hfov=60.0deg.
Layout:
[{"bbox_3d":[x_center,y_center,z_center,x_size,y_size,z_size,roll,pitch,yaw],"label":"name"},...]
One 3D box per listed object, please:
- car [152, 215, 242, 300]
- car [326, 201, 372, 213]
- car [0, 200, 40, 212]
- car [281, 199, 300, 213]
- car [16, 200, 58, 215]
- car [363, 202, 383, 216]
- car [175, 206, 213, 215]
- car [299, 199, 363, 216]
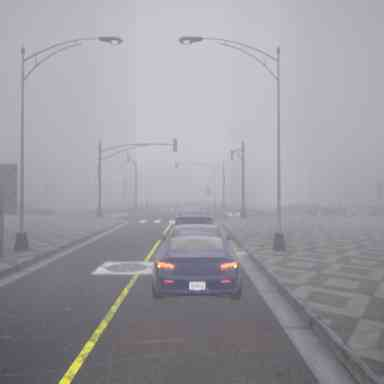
[{"bbox_3d":[0.105,1.525,8.292,1.812,1.442,4.674,0,0,0],"label":"car"},{"bbox_3d":[18.010,1.680,38.293,4.403,1.369,2.008,0,-1,0],"label":"car"},{"bbox_3d":[-20.151,1.566,38.173,4.403,1.369,2.008,0,-1,0],"label":"car"},{"bbox_3d":[12.340,1.549,38.277,4.097,1.590,1.967,0,-1,0],"label":"car"},{"bbox_3d":[-14.583,1.427,29.667,4.829,1.417,1.752,0,-1,0],"label":"car"},{"bbox_3d":[18.007,1.568,29.769,4.313,1.339,1.947,0,-1,0],"label":"car"},{"bbox_3d":[0.103,1.476,17.630,1.882,1.535,5.008,0,0,0],"label":"car"},{"bbox_3d":[12.337,1.533,29.751,4.403,1.369,2.008,0,-1,0],"label":"car"}]
